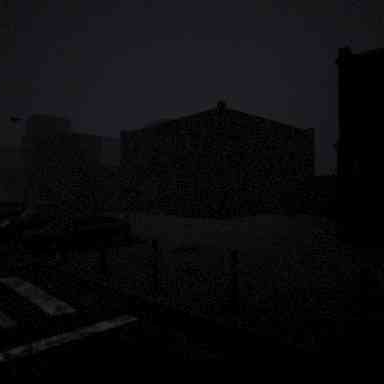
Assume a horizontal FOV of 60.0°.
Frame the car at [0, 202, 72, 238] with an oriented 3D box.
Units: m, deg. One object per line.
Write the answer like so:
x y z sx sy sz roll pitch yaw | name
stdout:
-8.824 1.664 19.032 4.553 1.767 2.185 1 -1 -43 | car

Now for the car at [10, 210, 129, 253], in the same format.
-5.151 1.758 15.023 4.792 1.488 2.163 1 -1 -43 | car
